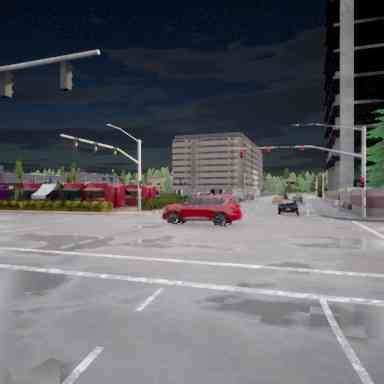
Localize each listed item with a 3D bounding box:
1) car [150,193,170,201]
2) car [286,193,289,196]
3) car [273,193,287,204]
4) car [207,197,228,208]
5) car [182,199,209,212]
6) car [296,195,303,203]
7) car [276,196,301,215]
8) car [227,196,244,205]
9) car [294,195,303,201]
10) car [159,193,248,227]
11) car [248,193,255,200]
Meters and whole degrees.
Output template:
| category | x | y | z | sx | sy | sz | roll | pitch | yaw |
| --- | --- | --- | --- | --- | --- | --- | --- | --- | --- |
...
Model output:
| category | x | y | z | sx | sy | sz | roll | pitch | yaw |
| --- | --- | --- | --- | --- | --- | --- | --- | --- | --- |
| car | -7.884 | 1.202 | 81.479 | 4.605 | 1.855 | 1.932 | 0 | 0 | 19 |
| car | 21.625 | 1.218 | 78.827 | 2.150 | 2.045 | 5.566 | 0 | 0 | 19 |
| car | 16.864 | 1.472 | 64.608 | 1.882 | 1.535 | 5.008 | 0 | 0 | 19 |
| car | 3.757 | 1.500 | 48.446 | 1.837 | 1.490 | 4.892 | 0 | 0 | 19 |
| car | 0.468 | 1.560 | 38.906 | 1.994 | 1.385 | 4.181 | 0 | 0 | 17 |
| car | 21.468 | 1.510 | 67.536 | 2.128 | 1.511 | 4.902 | 0 | 0 | 19 |
| car | 9.943 | 1.474 | 34.016 | 1.882 | 1.535 | 5.008 | -1 | 0 | 18 |
| car | 8.031 | 1.487 | 60.874 | 2.128 | 1.511 | 4.902 | 0 | 0 | 19 |
| car | 24.788 | 1.361 | 77.257 | 2.033 | 1.411 | 5.357 | 0 | 0 | 19 |
| car | 0.740 | 1.266 | 23.039 | 5.566 | 2.045 | 2.150 | 0 | 0 | 20 |
| car | 12.946 | 1.203 | 75.071 | 2.150 | 2.045 | 5.566 | 0 | 0 | 19 |
